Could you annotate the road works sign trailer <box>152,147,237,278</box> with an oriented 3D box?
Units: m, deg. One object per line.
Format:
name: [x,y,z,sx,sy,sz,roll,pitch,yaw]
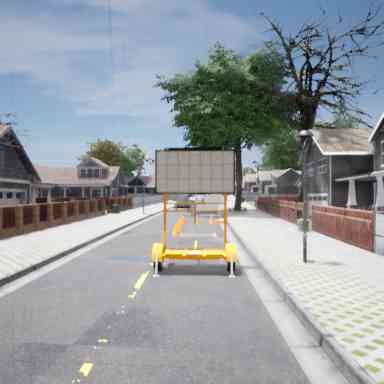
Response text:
road works sign trailer: [0.097,0.456,10.144,2.380,3.560,2.880,0,0,2]

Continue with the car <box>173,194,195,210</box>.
car: [-1.072,1.402,40.623,1.837,1.490,4.892,0,0,5]

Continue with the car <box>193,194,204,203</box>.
car: [1.120,0.962,62.158,2.150,2.045,5.566,0,0,6]
